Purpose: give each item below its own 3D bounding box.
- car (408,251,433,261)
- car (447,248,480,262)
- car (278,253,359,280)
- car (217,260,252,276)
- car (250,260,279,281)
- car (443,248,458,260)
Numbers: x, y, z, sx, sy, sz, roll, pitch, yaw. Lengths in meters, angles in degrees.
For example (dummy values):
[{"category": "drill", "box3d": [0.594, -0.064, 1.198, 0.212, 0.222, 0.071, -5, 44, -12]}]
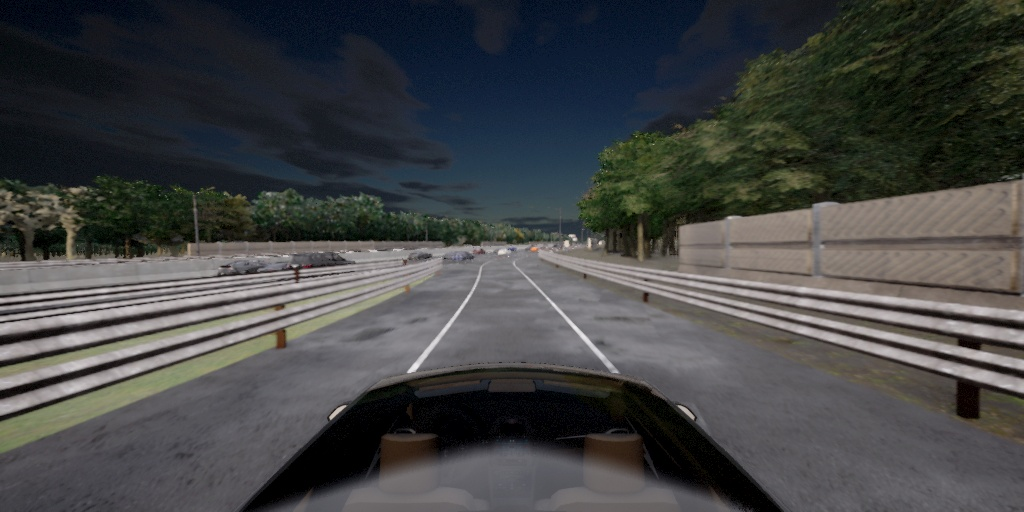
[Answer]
[{"category": "car", "box3d": [-13.669, -0.022, 53.959, 2.128, 1.511, 4.902, 0, 2, 16]}, {"category": "car", "box3d": [-6.939, 0.033, 52.034, 2.033, 1.411, 5.357, 0, 2, 16]}, {"category": "car", "box3d": [-14.077, 0.754, 27.024, 2.150, 2.045, 5.566, 0, 2, 16]}, {"category": "car", "box3d": [-20.815, 1.031, 28.918, 2.128, 1.511, 4.902, 0, 2, 16]}, {"category": "car", "box3d": [-17.451, 1.103, 27.954, 1.994, 1.385, 4.181, 0, 2, 16]}, {"category": "car", "box3d": [-9.207, -0.109, 56.841, 1.994, 1.385, 4.181, 0, 2, 16]}]
